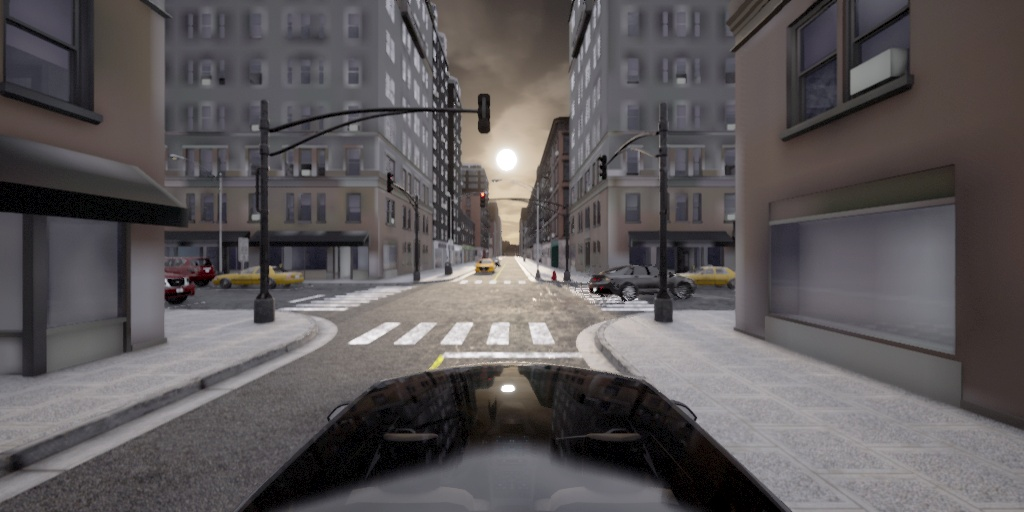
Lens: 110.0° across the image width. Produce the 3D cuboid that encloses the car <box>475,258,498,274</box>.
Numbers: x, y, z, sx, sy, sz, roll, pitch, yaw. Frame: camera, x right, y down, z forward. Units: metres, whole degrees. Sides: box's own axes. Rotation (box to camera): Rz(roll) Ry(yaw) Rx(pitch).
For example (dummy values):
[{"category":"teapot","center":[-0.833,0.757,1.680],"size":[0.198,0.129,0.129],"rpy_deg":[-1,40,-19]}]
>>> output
[{"category":"car","center":[-2.839,1.059,38.526],"size":[1.882,1.535,5.008],"rpy_deg":[0,0,0]}]

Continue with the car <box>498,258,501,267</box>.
[{"category":"car","center":[-2.808,0.997,56.886],"size":[1.837,1.490,4.892],"rpy_deg":[0,0,0]}]

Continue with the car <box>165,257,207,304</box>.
[{"category":"car","center":[-15.097,0.983,13.581],"size":[5.009,1.841,2.192],"rpy_deg":[0,0,0]}]

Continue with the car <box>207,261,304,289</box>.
[{"category":"car","center":[-15.246,1.192,21.607],"size":[4.829,1.417,1.751],"rpy_deg":[0,0,0]}]

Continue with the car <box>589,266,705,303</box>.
[{"category":"car","center":[5.864,1.193,16.133],"size":[4.892,1.490,1.837],"rpy_deg":[0,-4,-19]}]

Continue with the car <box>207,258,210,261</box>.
[{"category":"car","center":[-20.755,0.976,21.616],"size":[5.009,1.841,2.192],"rpy_deg":[0,0,0]}]

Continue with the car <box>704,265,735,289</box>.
[{"category":"car","center":[11.638,1.217,21.563],"size":[4.829,1.417,1.751],"rpy_deg":[0,0,0]}]
